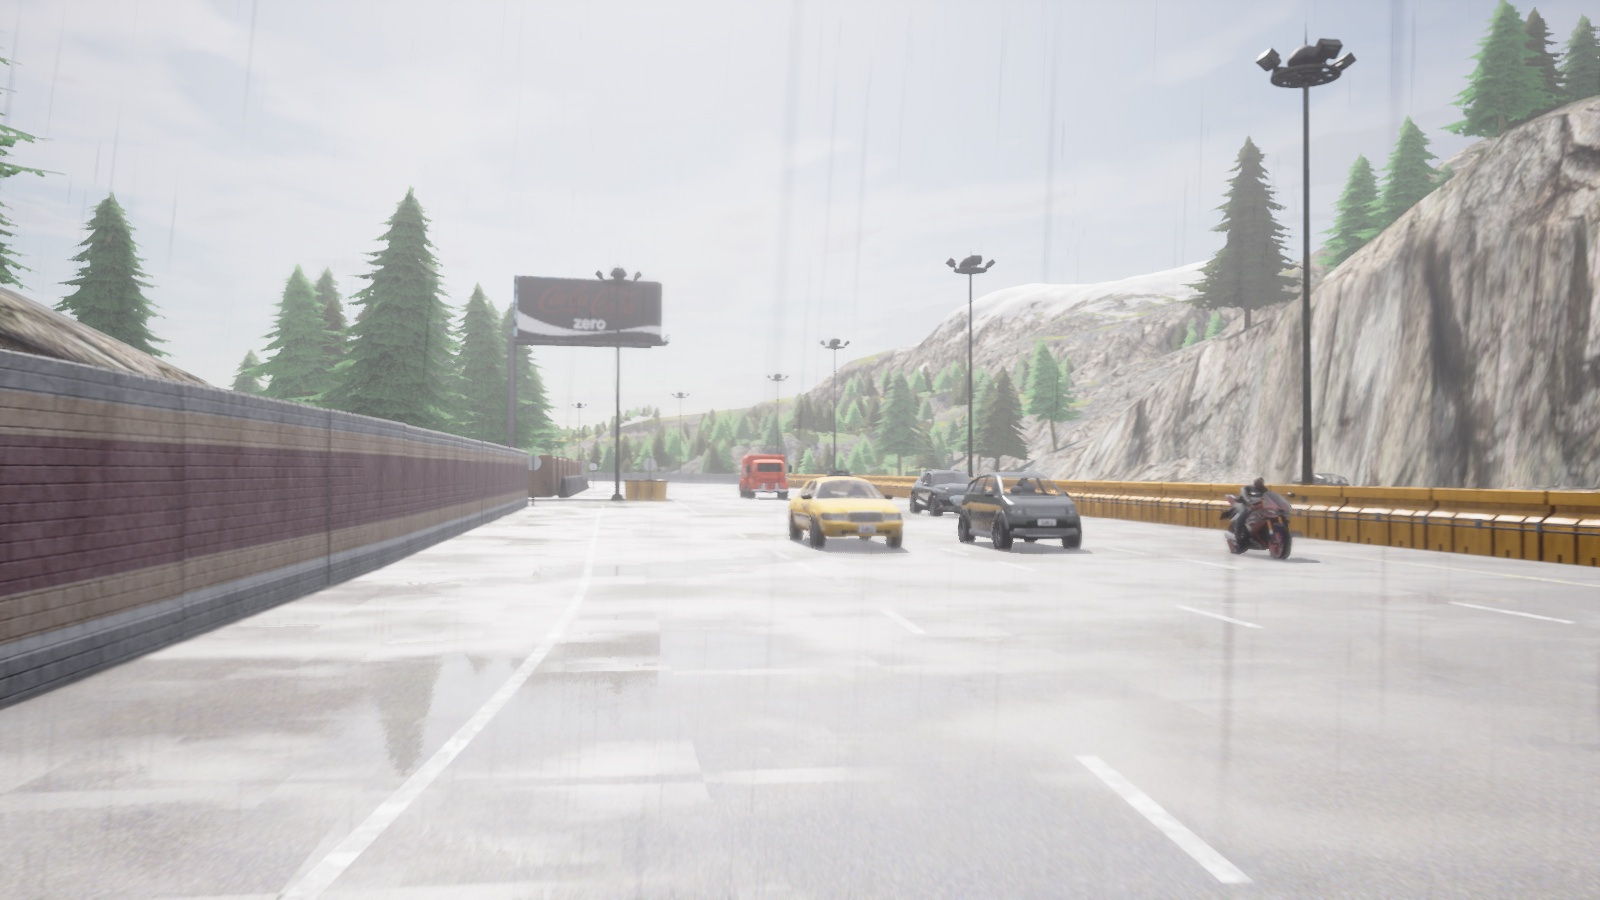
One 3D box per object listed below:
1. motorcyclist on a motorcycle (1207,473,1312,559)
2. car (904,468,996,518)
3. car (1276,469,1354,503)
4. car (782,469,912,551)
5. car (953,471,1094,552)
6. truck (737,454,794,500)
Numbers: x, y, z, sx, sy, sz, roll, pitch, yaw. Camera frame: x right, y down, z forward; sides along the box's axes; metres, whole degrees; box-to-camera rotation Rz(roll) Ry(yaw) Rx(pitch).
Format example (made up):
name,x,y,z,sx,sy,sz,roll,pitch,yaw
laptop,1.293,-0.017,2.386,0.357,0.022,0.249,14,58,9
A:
name,x,y,z,sx,sy,sz,roll,pitch,yaw
motorcyclist on a motorcycle,8.518,1.205,23.380,0.866,1.530,2.191,0,-2,-9
car,5.264,1.468,44.647,2.033,1.649,4.856,0,-1,-8
car,24.354,1.685,59.566,1.789,1.549,3.705,0,-1,-8
car,0.884,1.201,26.974,1.801,1.575,5.366,0,-1,-9
car,4.555,1.211,26.129,1.789,1.549,3.705,0,-1,-9
truck,-1.982,1.527,70.875,2.627,2.467,5.204,0,-1,-8
